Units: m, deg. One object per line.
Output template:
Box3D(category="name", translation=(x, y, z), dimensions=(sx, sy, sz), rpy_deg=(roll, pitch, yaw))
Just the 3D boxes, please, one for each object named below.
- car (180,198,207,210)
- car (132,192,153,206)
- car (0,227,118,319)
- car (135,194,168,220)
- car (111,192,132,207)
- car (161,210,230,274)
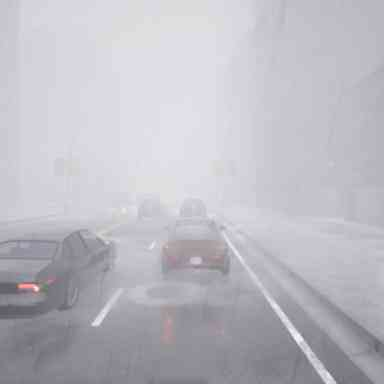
Box3D(category="car", translation=(0.099, 1.273, 27.441), dimensions=(2.097, 1.767, 4.553), rpy_deg=(0, 0, 0))
Box3D(category="car", translation=(-6.499, 1.058, 46.816), dimensions=(2.150, 2.045, 5.566), rpy_deg=(0, 0, 0))
Box3D(category="car", translation=(-3.151, 1.526, 7.652), dimensions=(2.033, 1.411, 5.357), rpy_deg=(0, 0, 0))
Box3D(category="car", translation=(-3.151, 1.273, 27.439), dimensions=(2.097, 1.767, 4.553), rpy_deg=(0, 0, 0))
Box3D(category="car", translation=(-9.749, 1.058, 46.840), dimensions=(2.150, 2.045, 5.566), rpy_deg=(0, 0, 0))
Box3D(category="car", translation=(0.095, 1.498, 10.367), dimensions=(1.812, 1.442, 4.674), rpy_deg=(0, 0, 0))
